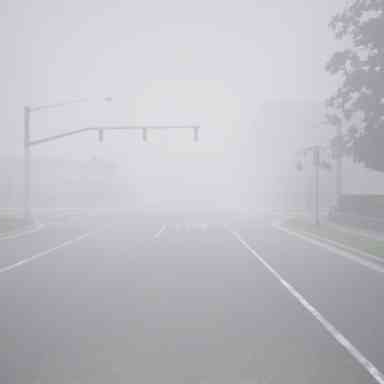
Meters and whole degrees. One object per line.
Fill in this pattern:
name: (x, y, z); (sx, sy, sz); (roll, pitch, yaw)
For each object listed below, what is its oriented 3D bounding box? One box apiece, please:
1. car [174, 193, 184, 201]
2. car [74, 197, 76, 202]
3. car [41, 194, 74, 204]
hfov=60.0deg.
car: (-3.247, 1.340, 80.382); (2.033, 1.411, 5.357); (0, 0, 0)
car: (-24.037, 1.299, 62.569); (3.806, 1.475, 1.970); (0, 0, 1)
car: (-23.320, 1.153, 56.817); (4.611, 1.667, 2.242); (0, 0, 1)
